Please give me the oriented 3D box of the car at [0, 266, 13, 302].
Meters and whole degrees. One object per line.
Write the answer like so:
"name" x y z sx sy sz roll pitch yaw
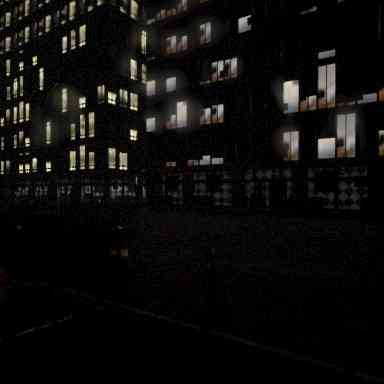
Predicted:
"car" -5.544 1.526 6.834 4.829 1.417 1.752 0 0 36
